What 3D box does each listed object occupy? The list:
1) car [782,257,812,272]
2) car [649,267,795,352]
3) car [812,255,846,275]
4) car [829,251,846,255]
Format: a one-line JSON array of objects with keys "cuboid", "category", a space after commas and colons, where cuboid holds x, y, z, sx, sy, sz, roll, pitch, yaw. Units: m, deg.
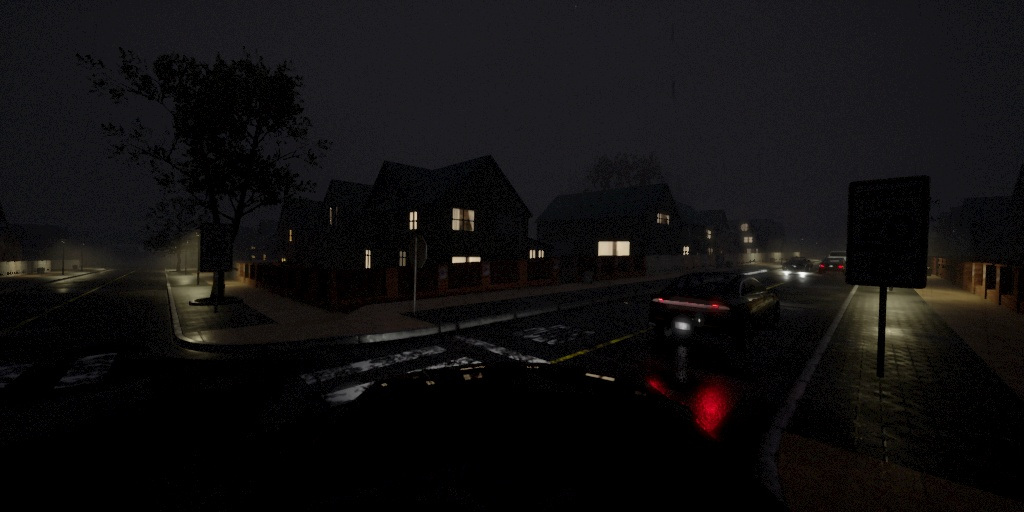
[{"cuboid": [28.260, 0.792, 35.411, 4.181, 1.385, 1.994, -1, 2, -45], "category": "car"}, {"cuboid": [5.095, 1.142, 8.759, 4.902, 1.511, 2.128, -1, 2, -45], "category": "car"}, {"cuboid": [28.349, 0.875, 31.551, 5.357, 1.411, 2.033, -1, 2, -44], "category": "car"}, {"cuboid": [35.854, 0.440, 38.966, 5.566, 2.045, 2.150, -1, 2, -44], "category": "car"}]
